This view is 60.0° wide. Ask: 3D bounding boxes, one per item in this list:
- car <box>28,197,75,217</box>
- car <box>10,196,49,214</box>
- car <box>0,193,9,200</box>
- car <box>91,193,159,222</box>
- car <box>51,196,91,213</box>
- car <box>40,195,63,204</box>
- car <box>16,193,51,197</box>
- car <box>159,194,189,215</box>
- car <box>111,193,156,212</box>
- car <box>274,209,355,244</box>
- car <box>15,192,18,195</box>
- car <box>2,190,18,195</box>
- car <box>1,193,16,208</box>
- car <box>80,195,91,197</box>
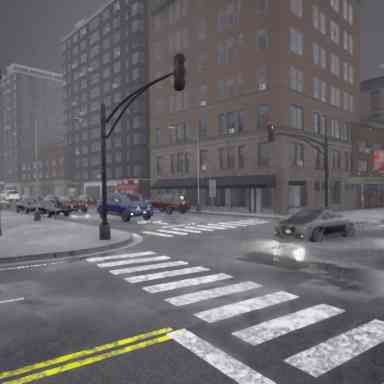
[{"bbox_3d":[-12.364,1.416,29.196,1.947,1.339,4.313,0,1,-44],"label":"car"},{"bbox_3d":[-16.192,1.374,33.155,1.947,1.339,4.313,0,1,-44],"label":"car"},{"bbox_3d":[-40.691,0.884,70.764,1.947,1.339,4.313,0,1,-44],"label":"car"},{"bbox_3d":[-5.318,1.087,25.856,2.150,2.045,5.566,-1,1,-44],"label":"car"},{"bbox_3d":[-12.080,1.393,32.856,1.895,1.301,4.718,-1,1,-44],"label":"car"},{"bbox_3d":[-21.551,1.134,50.965,1.802,1.307,4.206,0,1,-44],"label":"car"},{"bbox_3d":[-19.348,1.214,40.395,1.837,1.490,4.892,-1,1,-44],"label":"car"},{"bbox_3d":[-2.411,1.084,31.163,2.192,1.841,5.009,0,1,-44],"label":"car"},{"bbox_3d":[-6.239,1.042,35.123,2.192,1.841,5.009,0,1,-44],"label":"car"},{"bbox_3d":[5.867,1.525,15.823,4.181,1.385,1.994,-1,1,-35],"label":"car"},{"bbox_3d":[-29.207,1.042,58.885,1.802,1.307,4.206,0,1,-44],"label":"car"},{"bbox_3d":[-31.882,0.710,57.940,2.150,2.045,5.566,-1,1,-44],"label":"car"},{"bbox_3d":[-23.727,1.247,40.950,1.752,1.417,4.829,0,1,-44],"label":"car"},{"bbox_3d":[-13.895,1.081,43.044,1.967,1.590,4.097,0,1,-44],"label":"car"}]
